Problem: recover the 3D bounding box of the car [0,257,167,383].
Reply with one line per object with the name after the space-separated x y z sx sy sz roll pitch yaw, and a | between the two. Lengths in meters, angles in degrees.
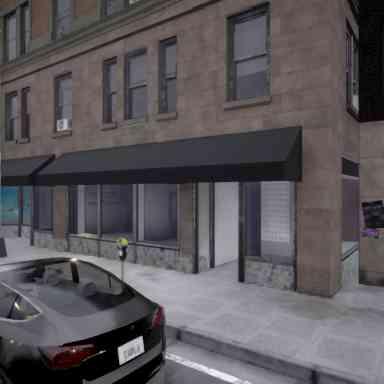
-2.280 1.566 4.428 4.313 1.339 1.947 0 0 35 | car
